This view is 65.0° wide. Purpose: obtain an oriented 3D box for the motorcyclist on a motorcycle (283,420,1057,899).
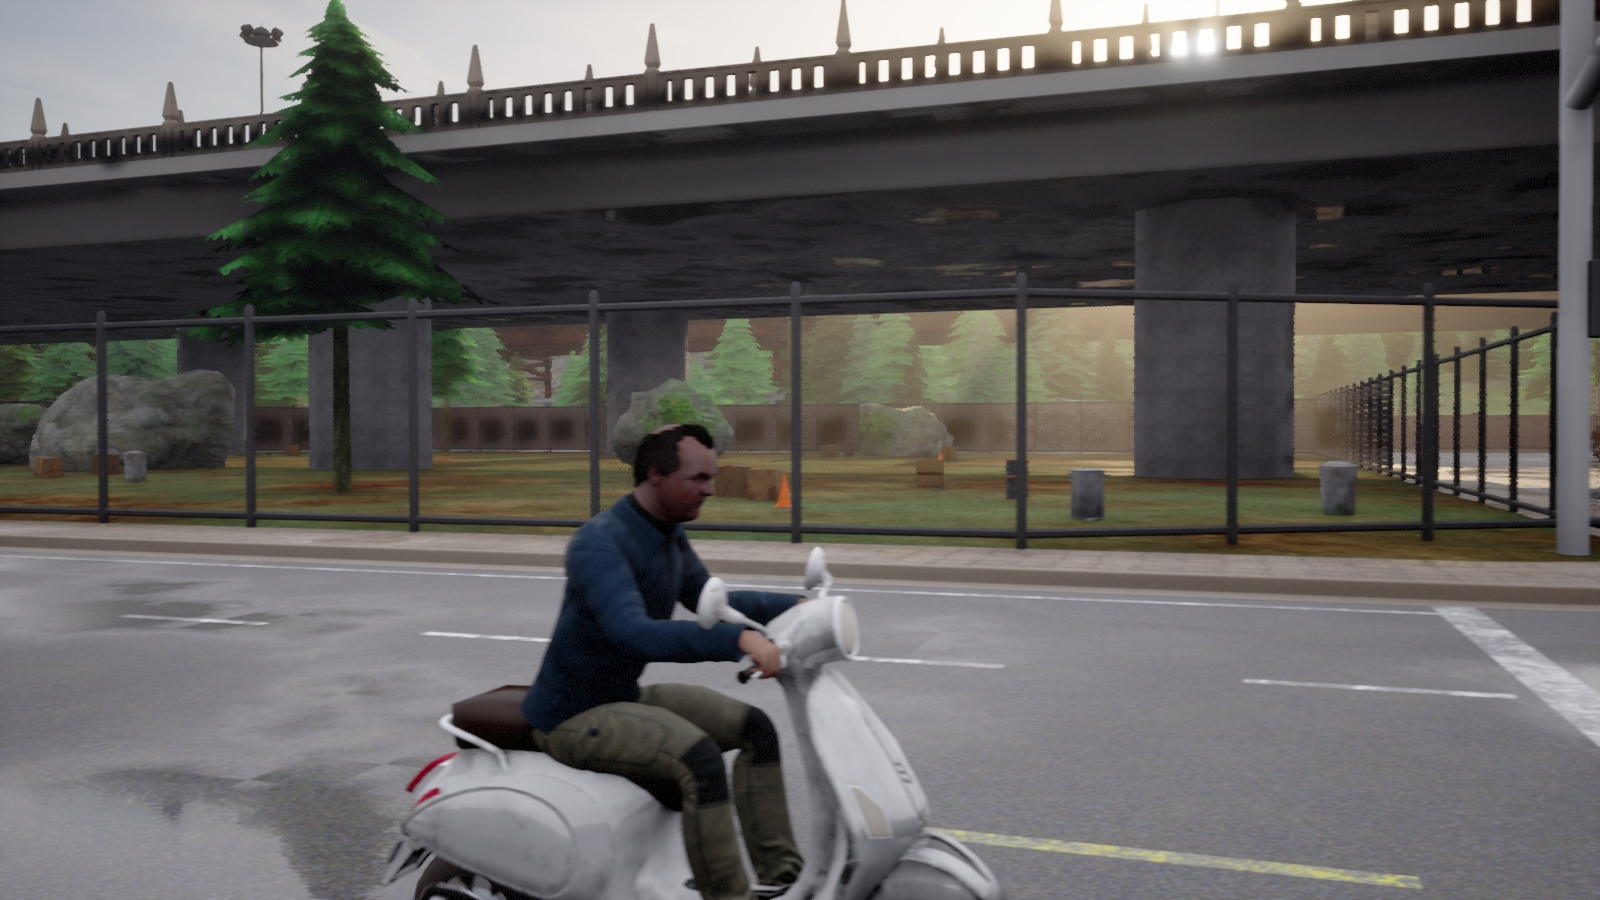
[{"bbox_3d":[-0.306,0.723,3.296,1.817,1.590,0.866,1,1,19],"label":"motorcyclist on a motorcycle"}]
